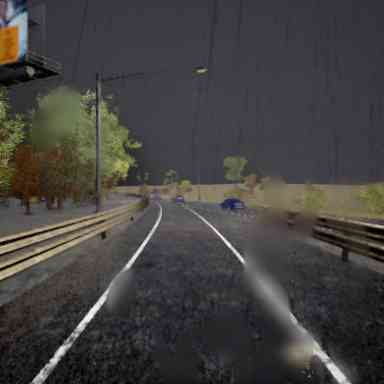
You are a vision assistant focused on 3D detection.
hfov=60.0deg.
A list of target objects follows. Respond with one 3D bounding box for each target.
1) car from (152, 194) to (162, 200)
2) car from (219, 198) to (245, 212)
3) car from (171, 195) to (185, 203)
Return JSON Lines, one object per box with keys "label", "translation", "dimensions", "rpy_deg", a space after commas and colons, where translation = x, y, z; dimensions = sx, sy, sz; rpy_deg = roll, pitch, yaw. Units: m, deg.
{"label": "car", "translation": [-10.048, 1.355, 95.055], "dimensions": [2.097, 1.767, 4.553], "rpy_deg": [0, 0, -15]}
{"label": "car", "translation": [4.647, 1.458, 38.581], "dimensions": [1.812, 1.442, 4.674], "rpy_deg": [0, 0, -15]}
{"label": "car", "translation": [-2.910, 1.324, 67.622], "dimensions": [2.097, 1.767, 4.553], "rpy_deg": [0, 0, -15]}
